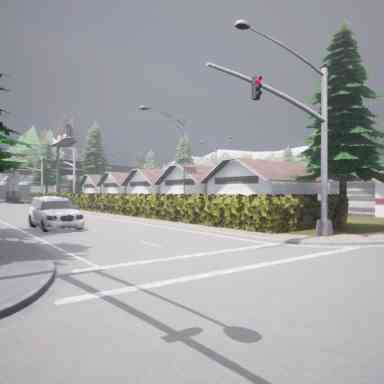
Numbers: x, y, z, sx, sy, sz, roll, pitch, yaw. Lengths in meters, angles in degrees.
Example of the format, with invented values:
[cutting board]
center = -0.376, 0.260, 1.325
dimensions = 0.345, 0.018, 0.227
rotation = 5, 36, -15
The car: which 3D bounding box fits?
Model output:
[car]
center = -8.409, 1.346, 20.283
dimensions = 2.150, 2.045, 5.566
rotation = 0, 1, -37
